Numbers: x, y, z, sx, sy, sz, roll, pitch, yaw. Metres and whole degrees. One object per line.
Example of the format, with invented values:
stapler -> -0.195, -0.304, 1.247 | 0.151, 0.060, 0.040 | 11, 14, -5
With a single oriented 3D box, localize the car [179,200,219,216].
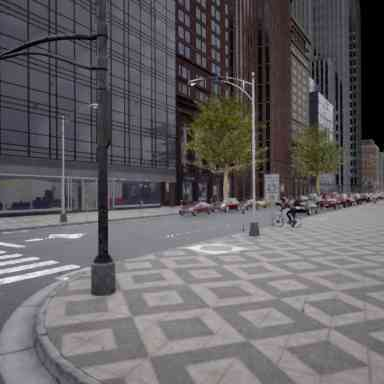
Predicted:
car -> 0.452, 1.525, 31.720 | 1.802, 1.307, 4.206 | 0, 0, 35

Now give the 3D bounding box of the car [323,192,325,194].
car -> 22.175, 1.053, 52.796 | 2.150, 2.045, 5.566 | -1, 0, 35

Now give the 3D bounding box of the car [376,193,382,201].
car -> 42.625, 1.360, 77.988 | 1.802, 1.307, 4.206 | -1, 0, 35

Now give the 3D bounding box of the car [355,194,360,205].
car -> 23.451, 1.379, 50.114 | 1.947, 1.339, 4.313 | 0, 0, 35

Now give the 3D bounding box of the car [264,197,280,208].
car -> 9.943, 1.427, 45.519 | 1.752, 1.417, 4.829 | 0, 0, 35

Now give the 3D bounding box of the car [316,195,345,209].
car -> 17.059, 1.378, 40.823 | 1.887, 1.381, 4.507 | 0, 0, 35

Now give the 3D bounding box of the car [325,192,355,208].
car -> 20.254, 1.137, 45.470 | 2.192, 1.841, 5.009 | 0, 0, 35

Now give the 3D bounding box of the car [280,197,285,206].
car -> 13.236, 1.456, 50.306 | 1.947, 1.339, 4.313 | 0, 0, 35

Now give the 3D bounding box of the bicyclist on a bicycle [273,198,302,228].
bicyclist on a bicycle -> 5.240, 1.177, 18.414 | 1.656, 1.620, 0.582 | -1, 0, 35

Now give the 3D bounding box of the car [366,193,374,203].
car -> 33.038, 1.101, 64.053 | 2.192, 1.841, 5.009 | 0, 0, 35

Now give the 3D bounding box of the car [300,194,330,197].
car -> 16.489, 1.340, 44.529 | 2.128, 1.511, 4.902 | -1, 0, 35

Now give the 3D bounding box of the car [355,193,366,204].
car -> 26.646, 1.119, 54.760 | 2.192, 1.841, 5.009 | 0, 0, 35

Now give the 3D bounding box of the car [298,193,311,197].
car -> 19.628, 1.416, 59.599 | 1.887, 1.381, 4.507 | 0, 0, 35

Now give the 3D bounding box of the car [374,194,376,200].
car -> 36.330, 1.304, 68.837 | 1.752, 1.417, 4.829 | -1, 0, 35

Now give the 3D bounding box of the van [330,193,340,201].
van -> 35.607, 1.187, 82.831 | 1.690, 1.788, 3.998 | -1, 0, 35

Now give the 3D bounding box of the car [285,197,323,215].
car -> 10.668, 1.425, 31.531 | 1.947, 1.339, 4.313 | 0, 0, 35

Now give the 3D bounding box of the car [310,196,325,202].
car -> 26.021, 1.419, 68.892 | 1.947, 1.339, 4.313 | 0, 0, 35

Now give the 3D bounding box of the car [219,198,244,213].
car -> 3.646, 1.367, 36.366 | 1.967, 1.590, 4.097 | 0, 0, 35

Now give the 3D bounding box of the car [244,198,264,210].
car -> 6.844, 1.495, 41.013 | 1.802, 1.307, 4.206 | 0, 0, 35
